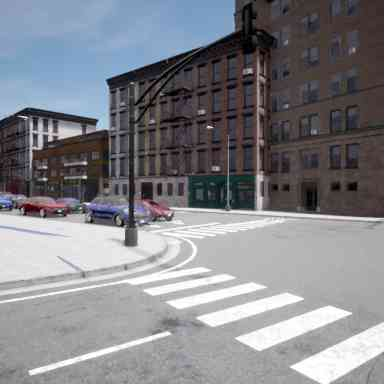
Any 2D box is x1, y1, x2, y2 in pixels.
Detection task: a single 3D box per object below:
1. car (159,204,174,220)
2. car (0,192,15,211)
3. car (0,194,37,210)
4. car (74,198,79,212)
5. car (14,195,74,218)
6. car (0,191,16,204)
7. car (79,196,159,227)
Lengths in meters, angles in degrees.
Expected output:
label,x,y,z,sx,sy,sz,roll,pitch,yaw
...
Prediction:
label,x,y,z,sx,sy,sz,roll,pitch,yaw
car,-3.375,1.267,23.842,4.674,1.442,1.812,1,0,38
car,-19.229,1.025,32.298,5.008,1.535,1.882,1,0,40
car,-19.160,1.030,36.467,4.902,1.511,2.128,1,0,40
car,-11.155,1.201,29.923,4.181,1.385,1.994,1,0,39
car,-11.741,1.118,26.232,5.008,1.535,1.882,1,0,39
car,-27.583,0.787,48.235,4.553,1.767,2.097,1,0,41
car,-4.586,1.089,20.593,4.553,1.767,2.097,1,0,39
